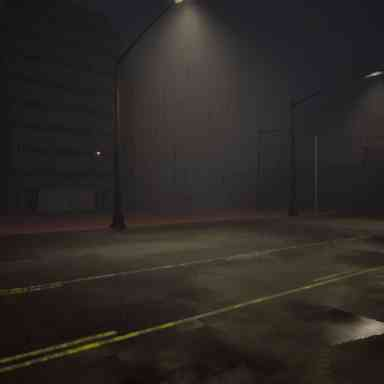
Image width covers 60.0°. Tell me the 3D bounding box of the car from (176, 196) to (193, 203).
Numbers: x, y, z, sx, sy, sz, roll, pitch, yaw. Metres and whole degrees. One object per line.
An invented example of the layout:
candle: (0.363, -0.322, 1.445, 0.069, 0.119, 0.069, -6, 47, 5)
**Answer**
car: (-1.672, 1.516, 72.025, 2.128, 1.511, 4.902, 0, 0, -36)
